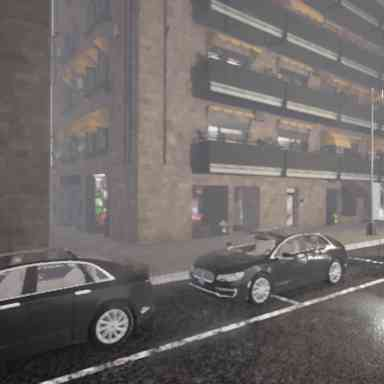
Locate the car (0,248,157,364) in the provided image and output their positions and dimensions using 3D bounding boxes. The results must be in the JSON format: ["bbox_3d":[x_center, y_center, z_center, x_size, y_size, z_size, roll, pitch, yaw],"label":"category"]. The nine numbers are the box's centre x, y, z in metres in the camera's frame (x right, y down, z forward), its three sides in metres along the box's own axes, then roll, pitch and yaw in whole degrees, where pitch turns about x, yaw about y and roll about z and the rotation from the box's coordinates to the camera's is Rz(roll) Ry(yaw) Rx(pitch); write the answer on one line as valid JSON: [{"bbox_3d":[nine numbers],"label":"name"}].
[{"bbox_3d":[-2.617,1.553,4.690,4.403,1.369,2.008,0,0,-35],"label":"car"}]

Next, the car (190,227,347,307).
[{"bbox_3d":[1.977,1.570,7.956,4.403,1.369,2.008,0,0,-35],"label":"car"}]
